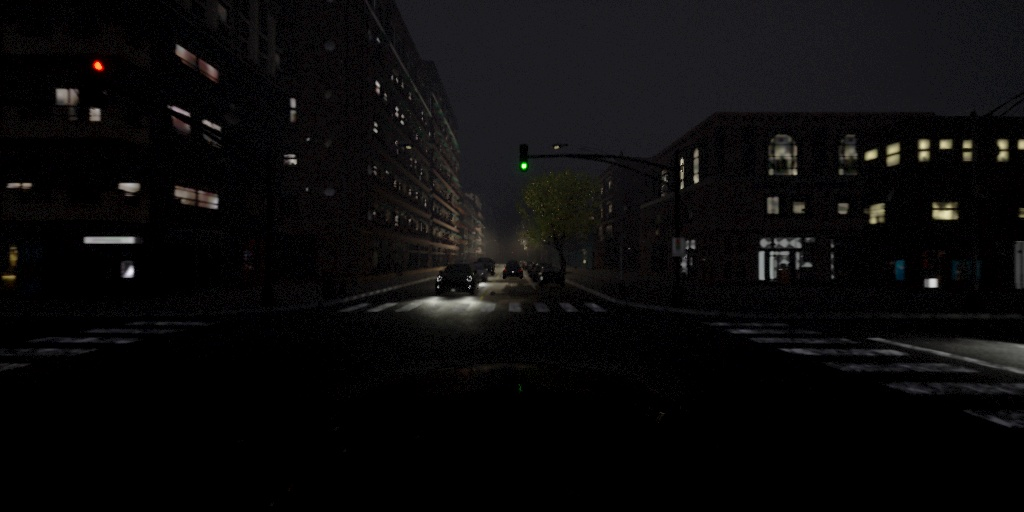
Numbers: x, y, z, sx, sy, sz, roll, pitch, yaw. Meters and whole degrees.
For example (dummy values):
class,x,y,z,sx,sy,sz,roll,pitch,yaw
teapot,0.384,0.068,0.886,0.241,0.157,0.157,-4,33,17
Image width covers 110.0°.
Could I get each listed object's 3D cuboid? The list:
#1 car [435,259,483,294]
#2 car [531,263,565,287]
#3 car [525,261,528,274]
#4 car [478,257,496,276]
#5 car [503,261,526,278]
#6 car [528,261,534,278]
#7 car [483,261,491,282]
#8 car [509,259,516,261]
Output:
class,x,y,z,sx,sy,sz,roll,pitch,yaw
car,-3.078,1.200,20.868,2.097,1.767,4.553,0,0,-1
car,2.683,1.423,25.407,2.007,1.370,4.403,0,0,0
car,2.680,1.377,36.800,1.967,1.591,4.097,0,0,0
car,-3.102,1.188,41.798,2.150,2.045,5.566,0,0,1
car,0.089,1.499,36.463,1.994,1.385,4.181,0,0,0
car,2.682,1.345,31.104,1.967,1.591,4.097,0,0,0
car,-3.107,1.431,31.166,1.812,1.442,4.674,0,0,0
car,0.082,1.418,57.879,2.097,1.767,4.553,0,0,0
